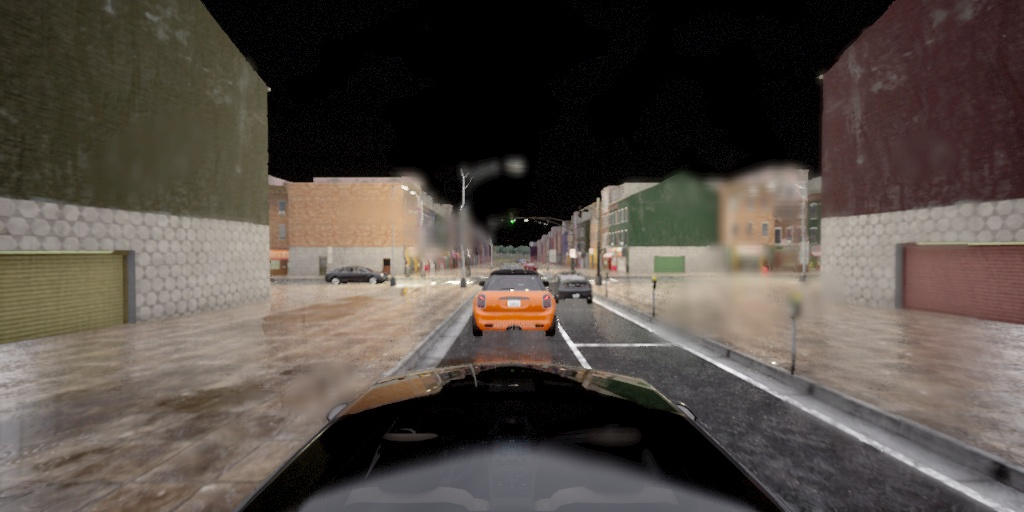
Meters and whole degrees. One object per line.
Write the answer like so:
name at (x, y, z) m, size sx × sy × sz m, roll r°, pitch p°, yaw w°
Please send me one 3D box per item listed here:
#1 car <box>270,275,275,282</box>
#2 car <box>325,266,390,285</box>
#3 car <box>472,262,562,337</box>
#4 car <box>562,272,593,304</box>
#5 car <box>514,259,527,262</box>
car at (-22.114, 1.674, 28.680) m, size 5.357 × 1.411 × 2.033 m, roll -1°, pitch 1°, yaw -1°
car at (-12.272, 1.556, 28.663) m, size 4.892 × 1.490 × 1.837 m, roll 0°, pitch 1°, yaw -2°
car at (0.061, 1.163, 10.667) m, size 2.097 × 1.767 × 4.553 m, roll 0°, pitch 0°, yaw 0°
car at (2.619, 1.404, 16.751) m, size 2.007 × 1.370 × 4.403 m, roll 0°, pitch 0°, yaw 0°
car at (0.022, 1.262, 24.163) m, size 2.097 × 1.767 × 4.553 m, roll 0°, pitch -1°, yaw 0°
